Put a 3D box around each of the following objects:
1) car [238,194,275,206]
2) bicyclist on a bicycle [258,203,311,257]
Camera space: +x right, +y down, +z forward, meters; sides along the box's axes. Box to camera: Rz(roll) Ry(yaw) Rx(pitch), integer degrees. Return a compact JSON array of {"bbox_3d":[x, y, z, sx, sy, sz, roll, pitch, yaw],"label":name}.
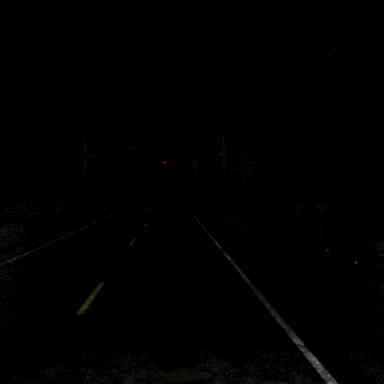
[{"bbox_3d":[8.123,1.024,41.930,4.674,1.442,1.812,-1,0,-3],"label":"car"},{"bbox_3d":[2.809,1.173,10.061,1.656,1.620,0.582,0,1,-3],"label":"bicyclist on a bicycle"}]
